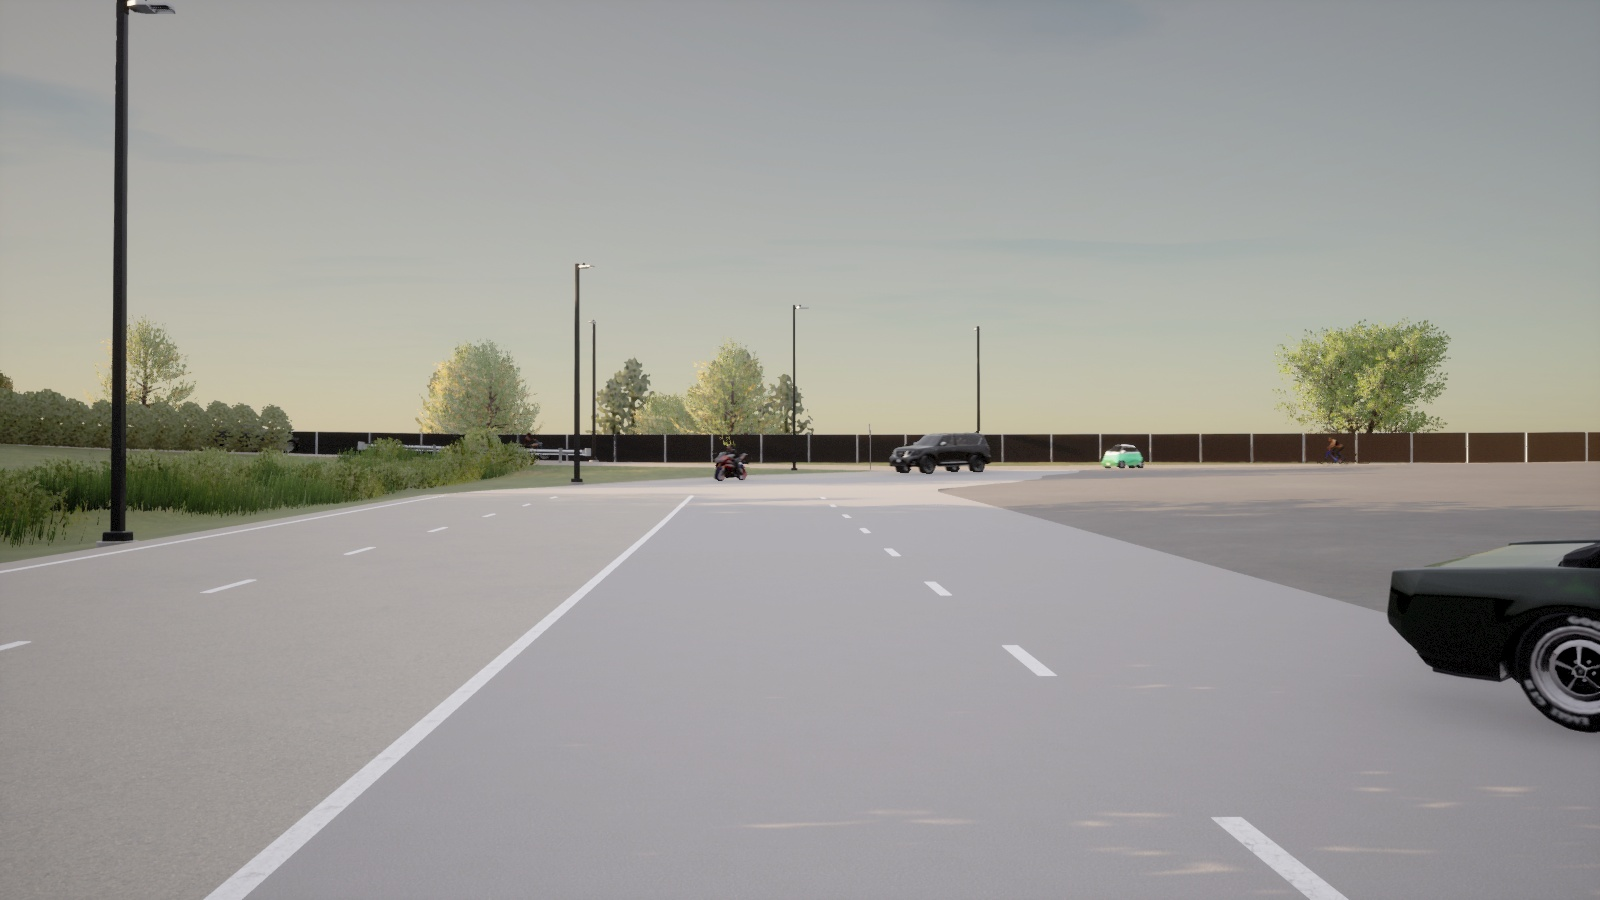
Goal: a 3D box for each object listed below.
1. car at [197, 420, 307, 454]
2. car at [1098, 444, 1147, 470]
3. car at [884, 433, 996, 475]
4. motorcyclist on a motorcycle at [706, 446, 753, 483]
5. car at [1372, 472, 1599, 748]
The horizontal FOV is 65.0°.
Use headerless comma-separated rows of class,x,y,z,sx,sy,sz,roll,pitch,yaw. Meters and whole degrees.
car,-29.095,-0.656,66.840,1.882,1.535,5.008,-1,-2,39
car,18.180,0.404,70.842,2.207,1.376,1.481,0,-2,-26
car,7.118,0.168,63.527,5.566,2.045,2.150,-1,0,-34
motorcyclist on a motorcycle,-2.973,0.589,52.860,0.866,1.530,2.191,0,0,32
car,5.566,0.801,6.039,1.895,1.301,4.718,-4,1,-40
